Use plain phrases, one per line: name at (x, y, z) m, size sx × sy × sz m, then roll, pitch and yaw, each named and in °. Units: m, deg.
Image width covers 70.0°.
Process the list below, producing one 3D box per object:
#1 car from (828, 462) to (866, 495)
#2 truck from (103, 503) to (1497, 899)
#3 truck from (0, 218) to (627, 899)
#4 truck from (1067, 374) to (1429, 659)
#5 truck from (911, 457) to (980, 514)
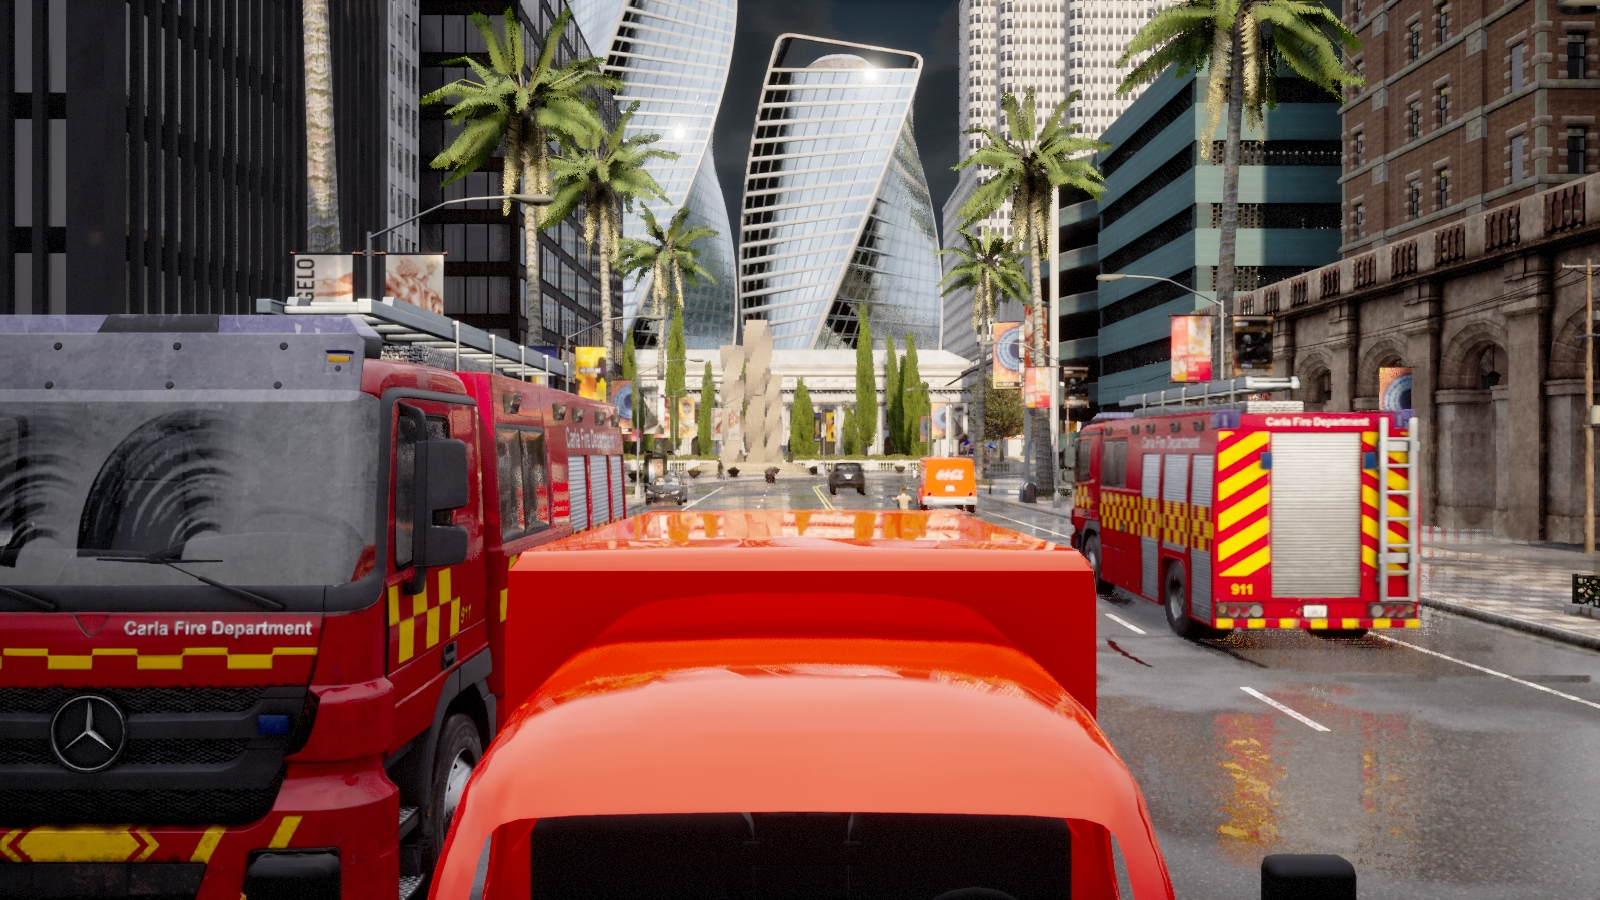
car at (3.005, 1.806, 74.036) m, size 2.150 × 2.045 × 5.566 m, roll 0°, pitch 0°, yaw -1°
truck at (-0.001, 1.571, 4.755) m, size 2.627 × 2.467 × 5.204 m, roll 0°, pitch 0°, yaw 0°
truck at (-3.491, 0.895, 9.272) m, size 2.891 × 3.827 × 8.468 m, roll 0°, pitch 0°, yaw 0°
truck at (7.020, 0.898, 19.601) m, size 2.891 × 3.827 × 8.468 m, roll 0°, pitch 0°, yaw 0°
truck at (6.656, 1.587, 52.913) m, size 2.627 × 2.467 × 5.204 m, roll 0°, pitch 0°, yaw 1°
